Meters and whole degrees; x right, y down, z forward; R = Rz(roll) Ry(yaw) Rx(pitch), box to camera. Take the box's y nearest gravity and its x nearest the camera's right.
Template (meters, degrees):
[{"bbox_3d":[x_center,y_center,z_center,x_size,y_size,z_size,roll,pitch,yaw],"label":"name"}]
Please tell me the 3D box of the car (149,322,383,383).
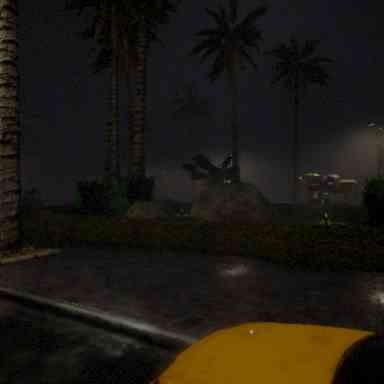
[{"bbox_3d":[2.054,1.452,1.813,5.366,1.575,1.801,-1,0,37],"label":"car"}]
